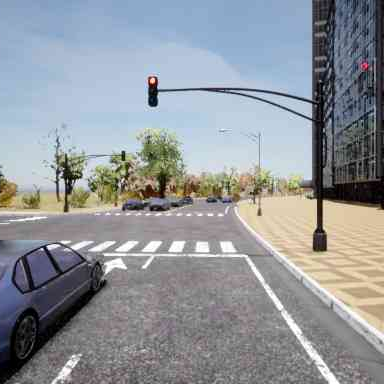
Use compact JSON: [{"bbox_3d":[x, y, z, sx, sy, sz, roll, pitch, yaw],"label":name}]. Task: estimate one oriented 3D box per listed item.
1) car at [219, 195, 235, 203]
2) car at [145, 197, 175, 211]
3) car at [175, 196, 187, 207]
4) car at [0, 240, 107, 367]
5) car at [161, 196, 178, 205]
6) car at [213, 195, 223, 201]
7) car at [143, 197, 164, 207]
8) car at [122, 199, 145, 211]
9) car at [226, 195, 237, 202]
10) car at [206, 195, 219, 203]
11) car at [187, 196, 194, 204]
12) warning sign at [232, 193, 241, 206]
[{"bbox_3d":[7.478,1.561,70.111,2.033,1.411,5.357,0,0,12],"label":"car"},{"bbox_3d":[-3.923,1.547,41.486,2.033,1.411,5.357,0,0,7],"label":"car"},{"bbox_3d":[-2.539,1.550,51.694,2.033,1.411,5.357,0,0,8],"label":"car"},{"bbox_3d":[-3.036,1.547,5.722,2.033,1.411,5.357,0,0,1],"label":"car"},{"bbox_3d":[-4.144,1.552,61.899,2.033,1.411,5.357,0,0,10],"label":"car"},{"bbox_3d":[6.319,1.392,80.540,1.812,1.442,4.674,0,0,14],"label":"car"},{"bbox_3d":[-5.871,1.548,51.375,2.033,1.411,5.357,0,0,8],"label":"car"},{"bbox_3d":[-7.210,1.563,41.211,1.994,1.385,4.181,0,0,7],"label":"car"},{"bbox_3d":[9.629,1.546,80.413,2.128,1.511,4.902,0,0,14],"label":"car"},{"bbox_3d":[4.199,1.559,70.833,1.994,1.385,4.181,0,0,12],"label":"car"},{"bbox_3d":[-0.845,1.511,61.890,1.837,1.490,4.892,0,0,10],"label":"car"},{"bbox_3d":[6.466,1.122,48.263,1.300,1.860,1.060,0,0,8],"label":"warning sign"}]
